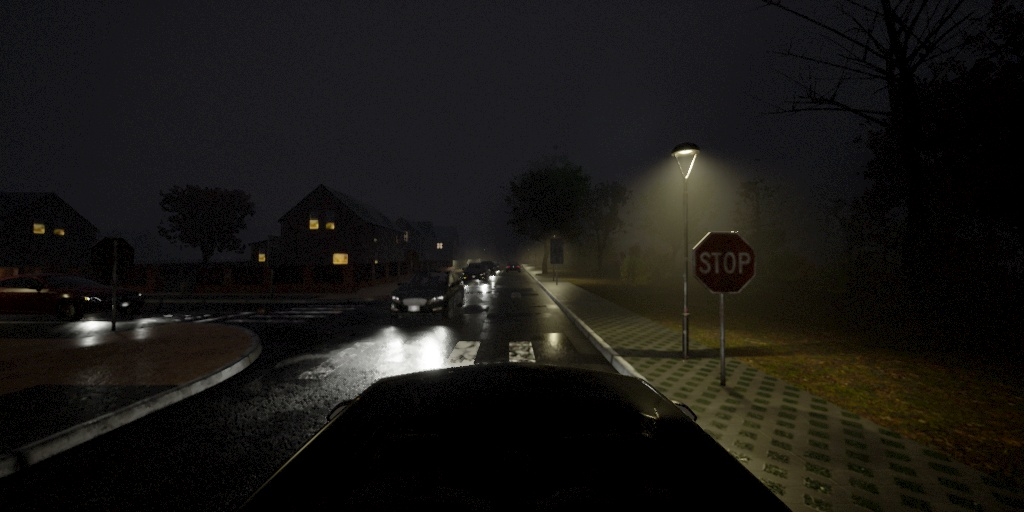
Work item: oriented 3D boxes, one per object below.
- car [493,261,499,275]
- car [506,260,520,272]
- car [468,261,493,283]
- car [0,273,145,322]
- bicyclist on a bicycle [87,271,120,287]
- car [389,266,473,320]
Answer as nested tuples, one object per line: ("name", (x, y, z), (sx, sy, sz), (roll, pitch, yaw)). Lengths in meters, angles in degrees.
("car", (-2.783, 1.348, 40.319), (1.837, 1.490, 4.892), (0, 0, 0))
("car", (0.180, 1.420, 47.872), (2.033, 1.411, 5.357), (0, 0, 0))
("car", (-2.808, 1.313, 28.610), (1.837, 1.490, 4.892), (0, -1, 0))
("car", (-14.775, 1.288, 11.622), (4.674, 1.442, 1.812), (0, -2, 2))
("bicyclist on a bicycle", (-20.208, 1.232, 17.663), (0.582, 1.620, 1.656), (0, -1, 2))
("car", (-2.839, 1.261, 12.837), (2.128, 1.511, 4.902), (0, 0, 0))
